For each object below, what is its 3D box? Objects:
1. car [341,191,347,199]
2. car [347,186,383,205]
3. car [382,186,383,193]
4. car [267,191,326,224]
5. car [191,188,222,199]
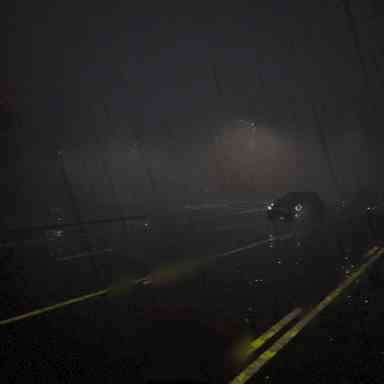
[{"bbox_3d":[21.278,0.289,44.021,1.994,1.385,4.181,1,2,40],"label":"car"},{"bbox_3d":[17.841,0.485,34.181,1.882,1.535,5.008,1,2,39],"label":"car"},{"bbox_3d":[35.774,-0.332,62.165,2.128,1.511,4.902,1,3,39],"label":"car"},{"bbox_3d":[6.232,0.783,19.643,2.097,1.767,4.553,1,2,39],"label":"car"},{"bbox_3d":[2.017,0.139,47.544,4.902,1.511,2.128,1,2,40],"label":"car"}]
